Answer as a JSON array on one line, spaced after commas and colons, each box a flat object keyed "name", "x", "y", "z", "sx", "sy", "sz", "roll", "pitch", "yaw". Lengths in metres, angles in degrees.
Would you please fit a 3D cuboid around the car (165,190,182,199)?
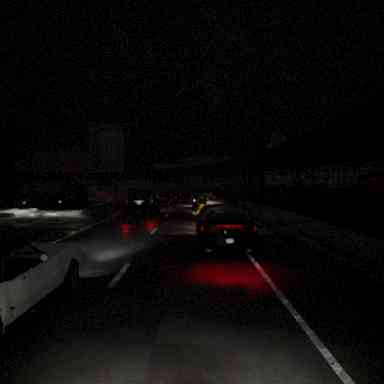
[{"name": "car", "x": -2.777, "y": 0.424, "z": 48.650, "sx": 1.895, "sy": 1.301, "sz": 4.718, "roll": 0, "pitch": 0, "yaw": -13}]

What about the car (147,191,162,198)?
[{"name": "car", "x": -7.177, "y": 0.502, "z": 63.311, "sx": 1.895, "sy": 1.301, "sz": 4.718, "roll": 0, "pitch": -1, "yaw": -21}]

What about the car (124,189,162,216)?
[{"name": "car", "x": -3.444, "y": 0.671, "z": 23.543, "sx": 2.097, "sy": 1.767, "sz": 4.553, "roll": 0, "pitch": 2, "yaw": -1}]

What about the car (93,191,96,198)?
[{"name": "car", "x": -21.059, "y": 0.557, "z": 68.846, "sx": 2.128, "sy": 1.511, "sz": 4.902, "roll": 0, "pitch": -1, "yaw": -26}]

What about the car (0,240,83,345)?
[{"name": "car", "x": -3.399, "y": 1.439, "z": 5.474, "sx": 1.895, "sy": 1.301, "sz": 4.718, "roll": 0, "pitch": 2, "yaw": 0}]

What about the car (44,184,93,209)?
[{"name": "car", "x": -10.859, "y": 0.357, "z": 29.690, "sx": 2.150, "sy": 2.045, "sz": 5.566, "roll": 0, "pitch": 2, "yaw": -3}]

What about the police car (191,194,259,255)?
[{"name": "police car", "x": 1.051, "y": 1.081, "z": 11.834, "sx": 1.930, "sy": 1.638, "sz": 5.238, "roll": 0, "pitch": 2, "yaw": 0}]

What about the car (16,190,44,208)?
[{"name": "car", "x": -14.465, "y": 0.590, "z": 30.753, "sx": 2.128, "sy": 1.511, "sz": 4.902, "roll": 0, "pitch": 2, "yaw": -4}]

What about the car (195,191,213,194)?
[{"name": "car", "x": 1.051, "y": 0.822, "z": 21.915, "sx": 1.801, "sy": 1.575, "sz": 5.366, "roll": 0, "pitch": 2, "yaw": 0}]
